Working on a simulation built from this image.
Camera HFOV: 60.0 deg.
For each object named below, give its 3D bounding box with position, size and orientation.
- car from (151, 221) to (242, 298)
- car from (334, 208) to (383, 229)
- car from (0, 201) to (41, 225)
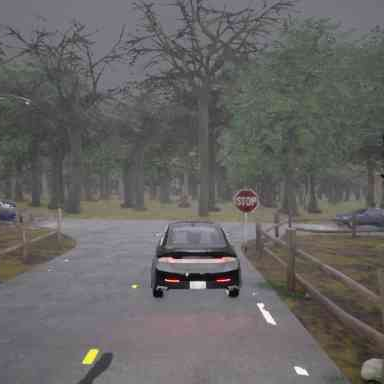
[{"bbox_3d":[0.035,1.492,8.520,2.128,1.511,4.902,0,0,-2],"label":"car"},{"bbox_3d":[12.654,1.860,23.917,4.674,1.442,1.812,1,0,-2],"label":"car"},{"bbox_3d":[-11.953,1.273,20.821,4.674,1.442,1.812,1,0,4],"label":"car"}]
